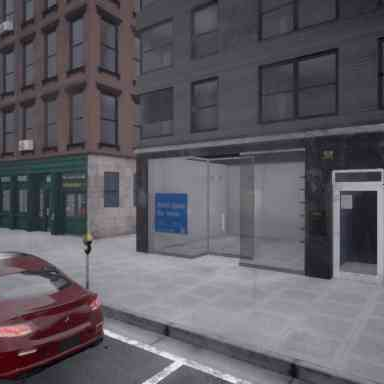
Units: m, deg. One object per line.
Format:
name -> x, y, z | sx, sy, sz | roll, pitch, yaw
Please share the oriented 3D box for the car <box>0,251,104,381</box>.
car -> -3.089, 1.582, 5.026 | 4.206, 1.307, 1.802 | 0, 0, 36
